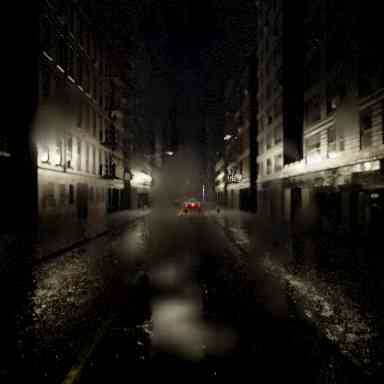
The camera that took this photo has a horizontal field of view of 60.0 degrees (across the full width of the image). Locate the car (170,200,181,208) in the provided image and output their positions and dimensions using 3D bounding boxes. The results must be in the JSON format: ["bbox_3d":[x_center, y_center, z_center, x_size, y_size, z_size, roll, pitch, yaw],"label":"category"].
[{"bbox_3d":[-3.025,2.193,61.291,1.895,1.301,4.718,0,-1,1],"label":"car"}]

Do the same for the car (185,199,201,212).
[{"bbox_3d":[0.102,1.790,45.296,2.097,1.767,4.553,0,0,0],"label":"car"}]
